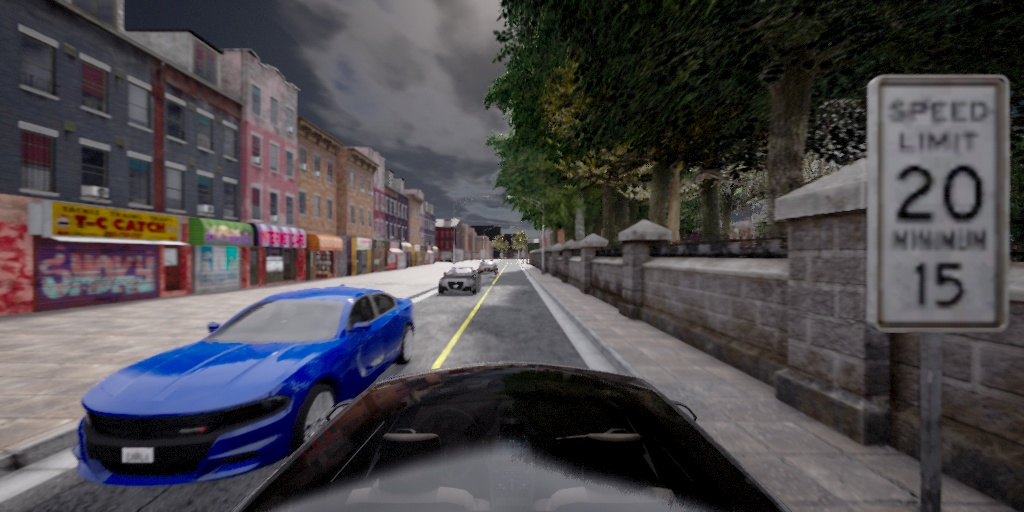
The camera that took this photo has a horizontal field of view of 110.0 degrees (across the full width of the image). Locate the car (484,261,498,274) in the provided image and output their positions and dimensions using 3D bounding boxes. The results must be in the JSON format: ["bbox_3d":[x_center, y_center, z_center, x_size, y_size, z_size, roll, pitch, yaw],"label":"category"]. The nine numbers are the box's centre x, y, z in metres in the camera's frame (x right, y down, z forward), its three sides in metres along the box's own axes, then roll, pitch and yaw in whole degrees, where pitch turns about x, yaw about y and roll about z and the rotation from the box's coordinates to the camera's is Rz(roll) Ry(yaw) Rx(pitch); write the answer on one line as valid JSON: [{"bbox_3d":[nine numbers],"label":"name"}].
[{"bbox_3d":[-2.694,1.297,41.069,1.994,1.385,4.181,0,0,0],"label":"car"}]

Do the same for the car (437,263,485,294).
[{"bbox_3d":[-2.800,1.304,19.882,1.994,1.385,4.181,0,0,0],"label":"car"}]

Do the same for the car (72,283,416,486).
[{"bbox_3d":[-2.846,1.224,5.220,1.882,1.535,5.008,0,0,0],"label":"car"}]
